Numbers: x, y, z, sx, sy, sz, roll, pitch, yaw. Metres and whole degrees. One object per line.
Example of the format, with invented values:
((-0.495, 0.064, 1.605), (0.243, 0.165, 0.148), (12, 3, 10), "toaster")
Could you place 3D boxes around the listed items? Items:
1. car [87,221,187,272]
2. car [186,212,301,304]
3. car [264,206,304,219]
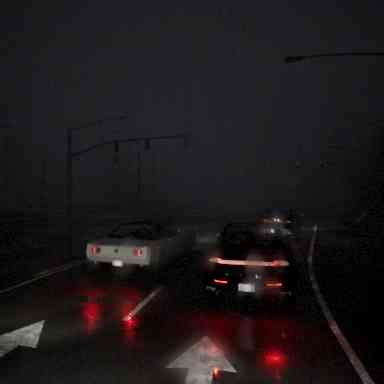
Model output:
((-1.328, 1.599, 10.932), (1.895, 1.301, 4.718), (0, 0, 17), "car")
((1.526, 1.490, 8.279), (2.128, 1.511, 4.902), (0, 0, 13), "car")
((4.575, 1.502, 17.167), (1.837, 1.490, 4.892), (0, 0, 21), "car")
